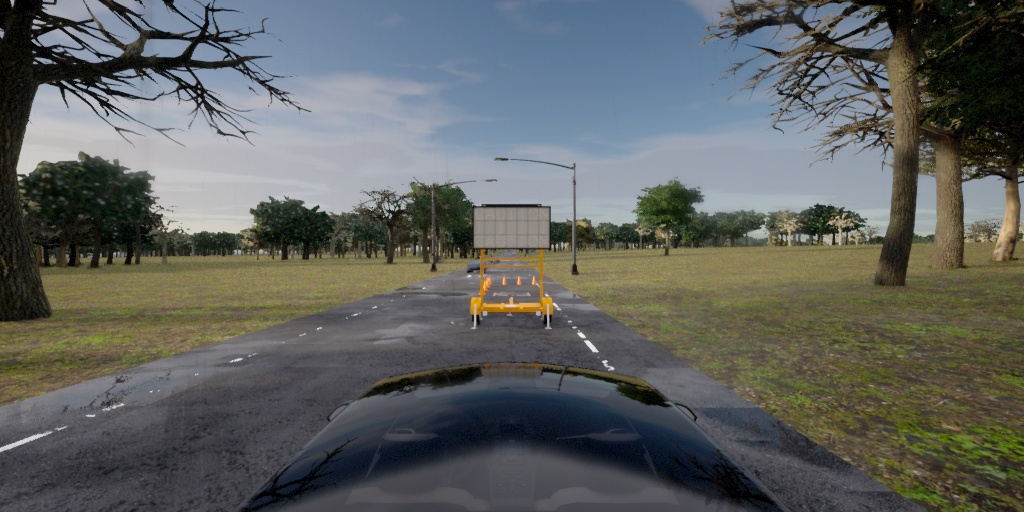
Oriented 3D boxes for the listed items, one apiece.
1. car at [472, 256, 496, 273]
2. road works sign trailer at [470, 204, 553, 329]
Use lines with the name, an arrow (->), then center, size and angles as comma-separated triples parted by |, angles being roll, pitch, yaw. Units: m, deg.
car -> -3.647, 1.084, 47.362 | 2.033, 1.411, 5.357 | 0, 1, 0
road works sign trailer -> -0.010, 0.198, 11.146 | 2.380, 3.560, 2.880 | 0, 0, 0
